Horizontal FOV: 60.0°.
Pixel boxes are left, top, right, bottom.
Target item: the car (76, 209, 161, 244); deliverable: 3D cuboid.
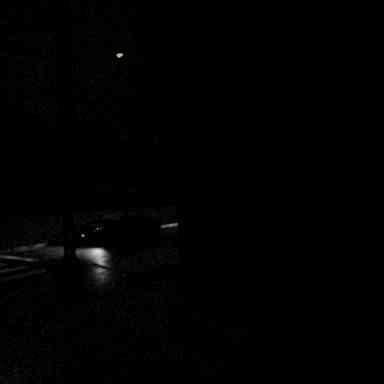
[{"bbox_3d":[-3.421,1.572,16.276,1.812,1.442,4.674,-4,-1,34],"label":"car"}]
